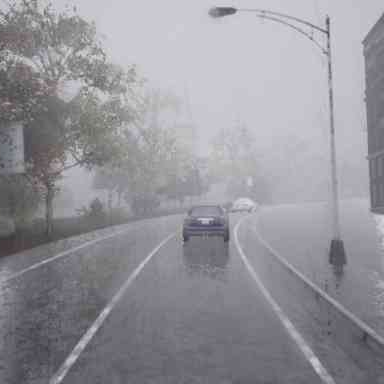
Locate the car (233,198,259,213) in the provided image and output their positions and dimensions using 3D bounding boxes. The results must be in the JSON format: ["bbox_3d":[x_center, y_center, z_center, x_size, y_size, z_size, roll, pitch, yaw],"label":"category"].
[{"bbox_3d":[5.498,1.395,34.248,1.812,1.442,4.674,-3,0,23],"label":"car"}]

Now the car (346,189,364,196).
[{"bbox_3d":[32.973,0.167,67.962,5.008,1.535,1.882,-4,-3,-28],"label":"car"}]

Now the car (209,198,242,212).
[{"bbox_3d":[4.048,1.535,39.396,2.033,1.411,5.357,-3,-1,27],"label":"car"}]

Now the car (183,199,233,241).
[{"bbox_3d":[0.825,1.323,16.580,2.097,1.767,4.553,-1,0,6],"label":"car"}]
